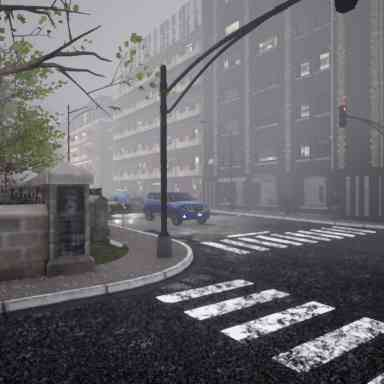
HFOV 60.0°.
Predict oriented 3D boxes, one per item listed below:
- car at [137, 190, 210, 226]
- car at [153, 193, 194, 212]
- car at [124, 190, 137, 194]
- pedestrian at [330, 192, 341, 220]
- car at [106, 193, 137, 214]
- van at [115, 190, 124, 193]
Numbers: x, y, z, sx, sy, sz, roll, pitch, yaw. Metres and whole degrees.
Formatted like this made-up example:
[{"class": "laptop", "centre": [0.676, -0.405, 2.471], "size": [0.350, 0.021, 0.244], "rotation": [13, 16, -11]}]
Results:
[{"class": "car", "centre": [-1.179, 0.926, 21.607], "size": [2.150, 2.045, 5.566], "rotation": [0, 1, -36]}, {"class": "car", "centre": [-1.858, 0.950, 32.353], "size": [1.967, 1.590, 4.097], "rotation": [1, 1, -36]}, {"class": "car", "centre": [-5.120, 0.727, 36.806], "size": [2.192, 1.841, 5.009], "rotation": [1, 1, -36]}, {"class": "pedestrian", "centre": [9.418, 0.902, 21.923], "size": [0.375, 1.860, 0.375], "rotation": [1, -1, -36]}, {"class": "car", "centre": [-6.840, 1.098, 29.334], "size": [1.994, 1.385, 4.181], "rotation": [0, 1, -36]}, {"class": "van", "centre": [-8.386, 0.655, 41.261], "size": [1.690, 1.788, 3.998], "rotation": [1, 1, -36]}]
